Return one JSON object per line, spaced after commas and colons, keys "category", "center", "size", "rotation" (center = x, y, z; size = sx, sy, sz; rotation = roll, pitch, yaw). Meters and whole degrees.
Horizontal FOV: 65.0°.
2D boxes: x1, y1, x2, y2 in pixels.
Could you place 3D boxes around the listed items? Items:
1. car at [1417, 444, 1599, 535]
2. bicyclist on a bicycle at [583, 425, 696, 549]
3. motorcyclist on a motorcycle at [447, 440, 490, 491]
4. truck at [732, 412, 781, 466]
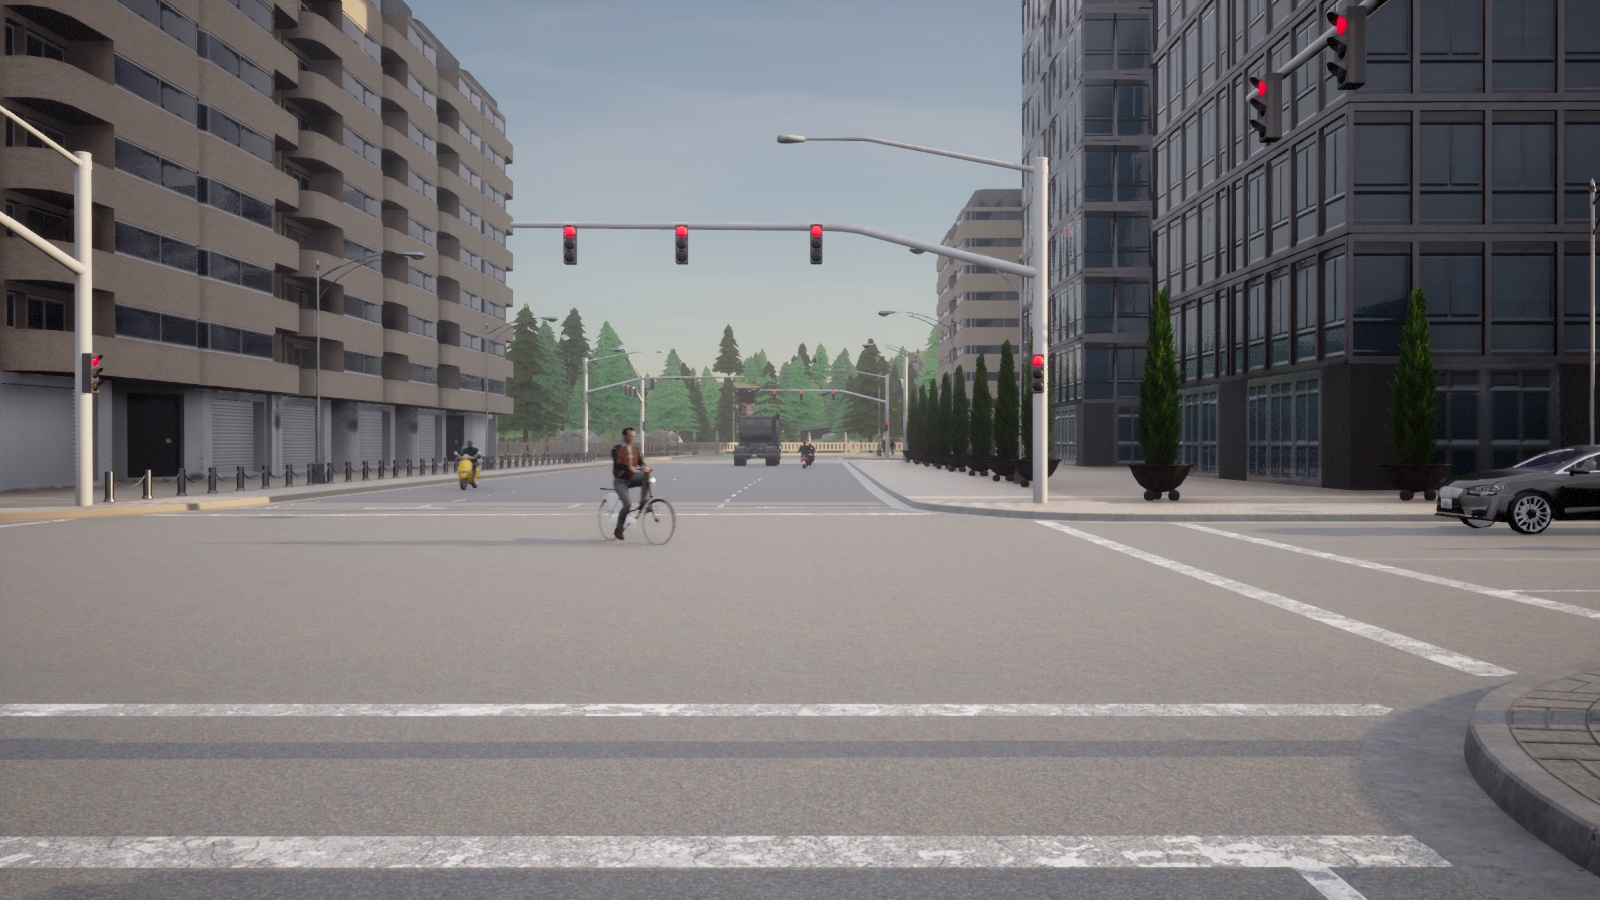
{"category": "car", "center": [13.678, 0.646, 21.788], "size": [4.902, 1.511, 2.128], "rotation": [0, 0, 1]}
{"category": "bicyclist on a bicycle", "center": [-2.415, 0.534, 18.803], "size": [1.843, 1.776, 0.659], "rotation": [0, -1, 45]}
{"category": "motorcyclist on a motorcycle", "center": [-10.586, 0.465, 40.135], "size": [0.866, 1.590, 1.817], "rotation": [0, 0, 1]}
{"category": "truck", "center": [-2.822, -0.710, 83.605], "size": [2.891, 3.462, 7.936], "rotation": [0, 0, 1]}
